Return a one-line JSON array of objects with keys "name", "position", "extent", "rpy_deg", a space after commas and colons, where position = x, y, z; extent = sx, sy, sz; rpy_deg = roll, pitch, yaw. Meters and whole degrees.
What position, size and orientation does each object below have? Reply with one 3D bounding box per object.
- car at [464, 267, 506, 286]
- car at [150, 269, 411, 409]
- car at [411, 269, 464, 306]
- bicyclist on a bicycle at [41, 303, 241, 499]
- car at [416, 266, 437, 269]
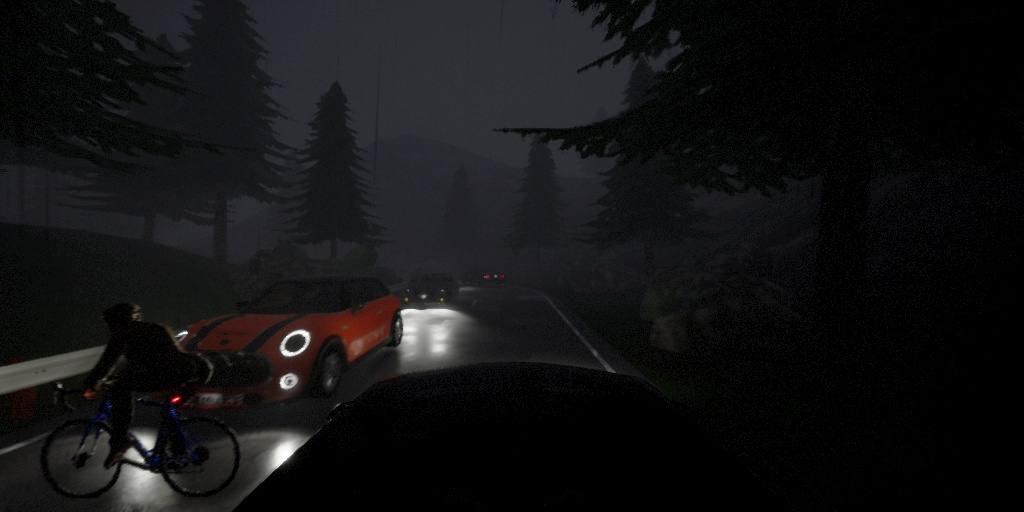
[{"name": "car", "position": [-2.473, 1.556, 28.248], "extent": [2.033, 1.411, 5.357], "rpy_deg": [0, -1, -30]}, {"name": "car", "position": [-3.598, 1.149, 6.536], "extent": [2.097, 1.767, 4.553], "rpy_deg": [0, -1, 0]}, {"name": "car", "position": [-3.570, 1.457, 16.418], "extent": [1.994, 1.385, 4.181], "rpy_deg": [0, -1, -1]}, {"name": "bicyclist on a bicycle", "position": [-3.084, 1.215, 2.983], "extent": [1.656, 1.620, 0.582], "rpy_deg": [-1, -1, 0]}, {"name": "car", "position": [-6.424, 1.525, 27.348], "extent": [1.812, 1.442, 4.674], "rpy_deg": [0, -1, -34]}]
